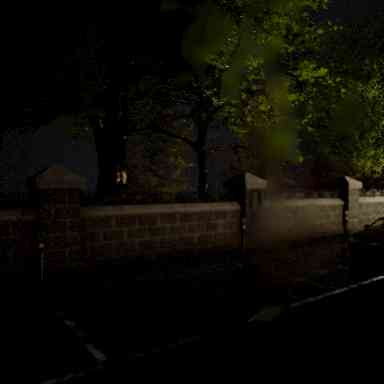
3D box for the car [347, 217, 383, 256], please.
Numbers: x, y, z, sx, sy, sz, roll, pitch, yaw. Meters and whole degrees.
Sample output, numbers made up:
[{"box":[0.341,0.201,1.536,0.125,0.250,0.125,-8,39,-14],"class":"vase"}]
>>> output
[{"box":[7.219,1.528,11.728,4.206,1.307,1.802,0,0,-36],"class":"car"}]
